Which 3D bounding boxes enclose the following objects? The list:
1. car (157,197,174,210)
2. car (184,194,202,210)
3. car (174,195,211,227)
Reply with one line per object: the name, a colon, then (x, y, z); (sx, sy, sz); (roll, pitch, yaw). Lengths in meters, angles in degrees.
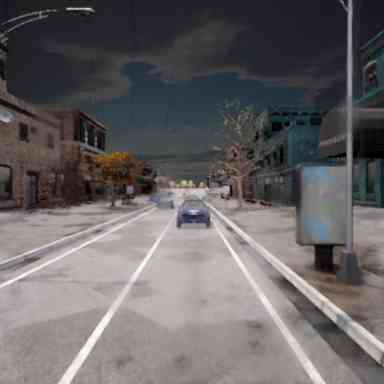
car: (-3.094, 1.361, 39.873); (1.812, 1.442, 4.674); (0, 0, 0)
car: (0.094, 1.187, 39.874); (2.097, 1.767, 4.553); (0, 0, 0)
car: (0.096, 1.272, 22.196); (2.097, 1.767, 4.553); (0, 0, 0)
